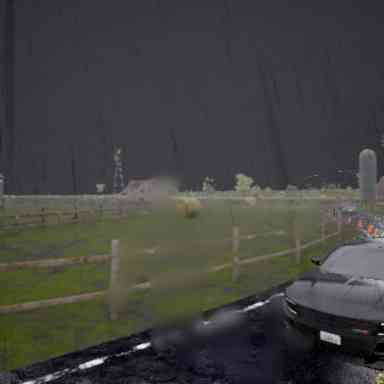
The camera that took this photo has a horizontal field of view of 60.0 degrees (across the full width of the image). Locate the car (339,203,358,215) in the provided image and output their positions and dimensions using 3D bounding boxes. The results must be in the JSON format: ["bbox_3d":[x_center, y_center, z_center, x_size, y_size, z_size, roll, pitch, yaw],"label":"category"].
[{"bbox_3d":[21.345,2.277,45.564,2.128,1.511,4.902,-1,-1,17],"label":"car"}]

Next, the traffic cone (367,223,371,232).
[{"bbox_3d":[12.025,2.399,22.431,0.340,0.580,0.340,-1,-1,22],"label":"traffic cone"}]

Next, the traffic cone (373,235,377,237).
[{"bbox_3d":[7.547,2.244,14.064,0.340,0.580,0.340,-1,-1,34],"label":"traffic cone"}]

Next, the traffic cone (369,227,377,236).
[{"bbox_3d":[9.995,2.322,18.136,0.340,0.580,0.340,-1,-1,28],"label":"traffic cone"}]

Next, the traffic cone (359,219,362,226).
[{"bbox_3d":[13.618,2.477,26.906,0.340,0.580,0.340,-1,-1,17],"label":"traffic cone"}]

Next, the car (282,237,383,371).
[{"bbox_3d":[3.436,1.604,6.004,1.882,1.535,5.008,-1,-2,43],"label":"car"}]
